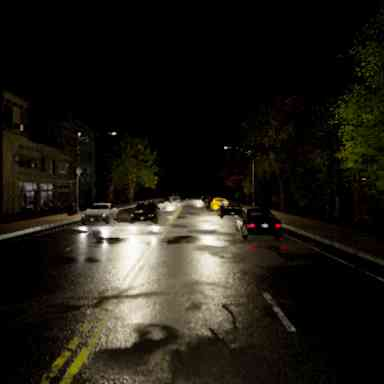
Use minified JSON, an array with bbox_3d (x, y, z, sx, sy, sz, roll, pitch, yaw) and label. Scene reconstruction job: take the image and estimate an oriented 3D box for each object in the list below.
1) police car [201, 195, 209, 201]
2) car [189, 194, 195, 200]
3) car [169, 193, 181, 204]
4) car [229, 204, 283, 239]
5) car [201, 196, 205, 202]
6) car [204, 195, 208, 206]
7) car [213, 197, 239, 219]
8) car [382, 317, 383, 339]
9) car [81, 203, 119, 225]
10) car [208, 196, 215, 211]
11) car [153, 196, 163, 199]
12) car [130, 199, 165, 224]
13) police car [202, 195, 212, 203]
[{"bbox_3d":[3.267,1.525,84.094,2.038,1.542,4.974,0,0,0],"label":"police car"},{"bbox_3d":[0.020,1.399,94.039,1.837,1.490,4.892,0,0,0],"label":"car"},{"bbox_3d":[-3.247,1.238,65.173,2.150,2.045,5.566,0,0,0],"label":"car"},{"bbox_3d":[3.346,1.553,17.421,2.033,1.411,5.357,0,0,2],"label":"car"},{"bbox_3d":[3.263,1.562,62.093,2.033,1.411,5.357,0,0,0],"label":"car"},{"bbox_3d":[3.260,1.517,51.092,1.837,1.490,4.892,0,0,0],"label":"car"},{"bbox_3d":[3.256,1.500,29.091,2.128,1.511,4.902,0,0,0],"label":"car"},{"bbox_3d":[3.351,1.478,2.232,1.882,1.535,5.008,0,0,0],"label":"car"},{"bbox_3d":[-6.591,1.534,24.278,1.812,1.442,4.674,0,0,0],"label":"car"},{"bbox_3d":[3.258,1.488,40.092,1.882,1.535,5.008,0,0,0],"label":"car"},{"bbox_3d":[-6.502,1.538,64.889,1.812,1.442,4.674,0,0,0],"label":"car"},{"bbox_3d":[-3.341,1.512,24.620,1.837,1.490,4.892,0,0,0],"label":"car"},{"bbox_3d":[3.265,1.442,73.203,1.930,1.638,5.238,0,0,0],"label":"police car"}]
